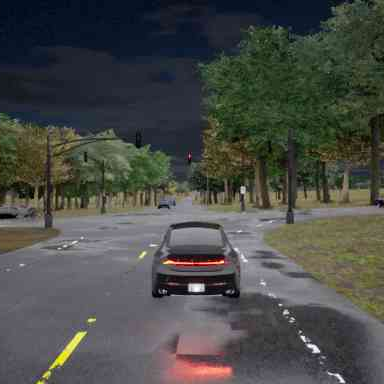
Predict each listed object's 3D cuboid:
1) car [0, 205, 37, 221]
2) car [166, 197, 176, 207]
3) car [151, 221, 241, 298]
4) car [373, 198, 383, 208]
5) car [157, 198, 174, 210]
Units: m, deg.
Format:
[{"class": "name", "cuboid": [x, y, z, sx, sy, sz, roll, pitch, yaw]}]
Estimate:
[{"class": "car", "cuboid": [-17.740, 2.070, 32.294, 4.902, 1.511, 2.128, -2, 0, -2]}, {"class": "car", "cuboid": [-4.533, 1.973, 69.033, 2.150, 2.045, 5.566, 0, -1, -1]}, {"class": "car", "cuboid": [0.084, 1.508, 8.517, 1.837, 1.490, 4.892, 0, 0, 0]}, {"class": "car", "cuboid": [19.525, 0.784, 30.819, 4.718, 1.301, 1.895, -2, -1, 2]}, {"class": "car", "cuboid": [-4.195, 2.006, 50.263, 1.895, 1.301, 4.718, 0, -1, -1]}]
